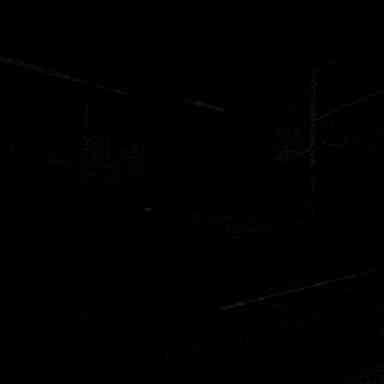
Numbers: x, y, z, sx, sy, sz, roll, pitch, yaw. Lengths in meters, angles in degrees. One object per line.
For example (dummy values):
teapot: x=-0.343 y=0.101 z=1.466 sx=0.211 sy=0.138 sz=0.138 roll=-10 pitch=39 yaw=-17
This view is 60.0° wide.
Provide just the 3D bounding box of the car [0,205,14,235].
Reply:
car: x=-11.417 y=1.524 z=18.647 sx=2.242 sy=1.667 sz=4.611 roll=1 pitch=0 yaw=-36

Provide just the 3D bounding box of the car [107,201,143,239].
car: x=-4.288 y=1.447 z=18.384 sx=1.905 sy=1.878 sz=3.866 roll=1 pitch=0 yaw=-36

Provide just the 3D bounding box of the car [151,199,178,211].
car: x=-3.554 y=1.654 z=42.992 sx=2.128 sy=1.511 sz=4.902 roll=1 pitch=0 yaw=-35
